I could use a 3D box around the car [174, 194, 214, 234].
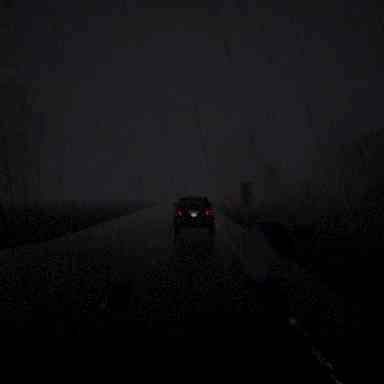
[{"bbox_3d":[0.096,1.271,19.673,2.150,2.045,5.566,0,0,0],"label":"car"}]

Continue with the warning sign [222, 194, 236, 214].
[{"bbox_3d":[3.554,1.182,32.010,1.300,1.860,1.060,0,0,0],"label":"warning sign"}]

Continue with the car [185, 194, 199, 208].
[{"bbox_3d":[-0.006,1.345,51.889,2.150,2.045,5.566,0,0,0],"label":"car"}]
